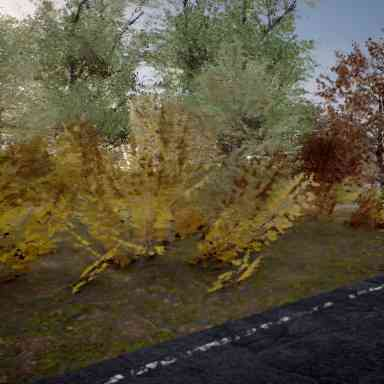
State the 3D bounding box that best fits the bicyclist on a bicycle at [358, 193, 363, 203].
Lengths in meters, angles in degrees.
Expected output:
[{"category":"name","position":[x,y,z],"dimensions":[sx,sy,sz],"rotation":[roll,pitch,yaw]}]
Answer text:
[{"category":"bicyclist on a bicycle","position":[21.907,0.914,43.053],"dimensions":[1.656,1.620,0.582],"rotation":[-1,1,-36]}]
